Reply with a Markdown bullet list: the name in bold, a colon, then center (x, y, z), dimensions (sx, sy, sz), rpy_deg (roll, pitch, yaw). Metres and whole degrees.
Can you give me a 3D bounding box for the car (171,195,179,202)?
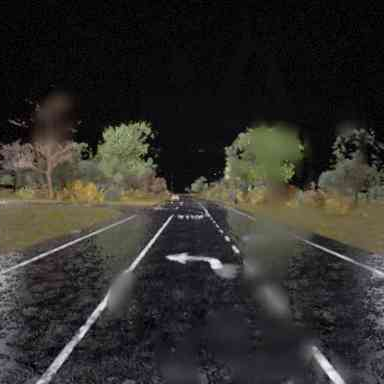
- **car**: center (-3.931, 1.490, 78.301), dimensions (1.882, 1.535, 5.008), rpy_deg (0, 0, -1)
